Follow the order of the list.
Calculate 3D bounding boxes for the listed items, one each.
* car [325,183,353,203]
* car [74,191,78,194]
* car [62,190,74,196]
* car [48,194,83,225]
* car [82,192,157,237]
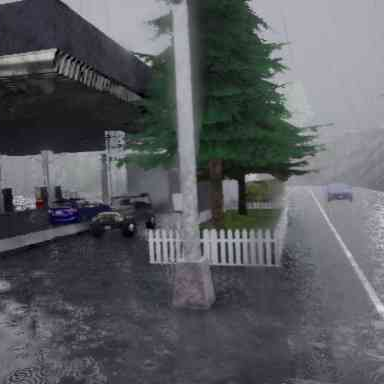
[{"bbox_3d":[12.493,-0.013,28.518,1.882,1.535,5.008,-2,2,18],"label":"car"},{"bbox_3d":[-26.769,0.363,71.366,4.514,1.523,2.007,-2,2,17],"label":"car"},{"bbox_3d":[-27.662,0.499,68.361,5.027,1.636,2.152,-2,2,17],"label":"car"},{"bbox_3d":[-7.254,1.196,21.937,2.242,1.667,4.611,-2,2,17],"label":"car"},{"bbox_3d":[-3.172,1.023,16.089,1.905,1.878,3.866,-2,2,17],"label":"car"}]
